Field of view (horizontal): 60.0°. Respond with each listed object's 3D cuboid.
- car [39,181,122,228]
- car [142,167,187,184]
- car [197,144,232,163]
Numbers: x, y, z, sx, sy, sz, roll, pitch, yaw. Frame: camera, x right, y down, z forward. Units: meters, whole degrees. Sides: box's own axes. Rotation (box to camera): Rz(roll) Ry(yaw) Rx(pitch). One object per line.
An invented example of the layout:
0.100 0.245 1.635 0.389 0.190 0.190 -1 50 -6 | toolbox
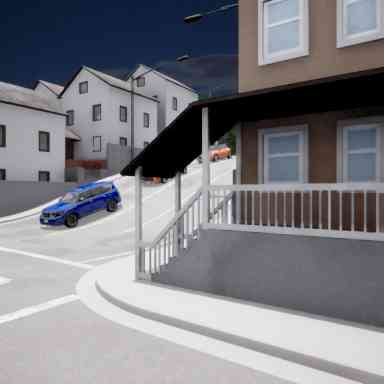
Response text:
-7.153 0.730 21.775 2.150 2.045 5.566 0 14 34 | car
-2.429 -2.002 28.712 2.097 1.767 4.553 0 18 35 | car
2.378 -4.222 35.660 2.097 1.767 4.553 0 11 35 | car
